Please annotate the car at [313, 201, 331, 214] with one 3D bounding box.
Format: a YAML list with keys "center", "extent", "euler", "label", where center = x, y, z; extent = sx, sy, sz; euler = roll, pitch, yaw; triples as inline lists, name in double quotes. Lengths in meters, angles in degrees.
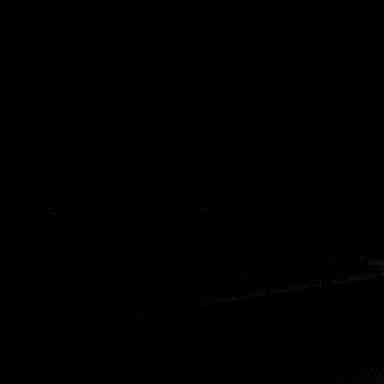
- center: [15.330, 1.707, 34.865]
  extent: [4.892, 1.490, 1.837]
  euler: [1, -1, 33]
  label: "car"
